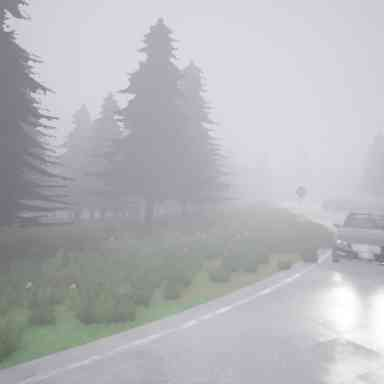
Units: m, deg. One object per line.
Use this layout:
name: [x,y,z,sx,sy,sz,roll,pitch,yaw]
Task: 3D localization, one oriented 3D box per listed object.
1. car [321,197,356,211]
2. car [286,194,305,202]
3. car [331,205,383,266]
car: [14.015,1.230,31.937,2.128,1.511,4.902,3,1,3]
car: [16.410,0.928,52.812,1.895,1.301,4.718,1,1,34]
car: [5.946,1.444,11.171,2.128,1.511,4.902,1,1,30]
